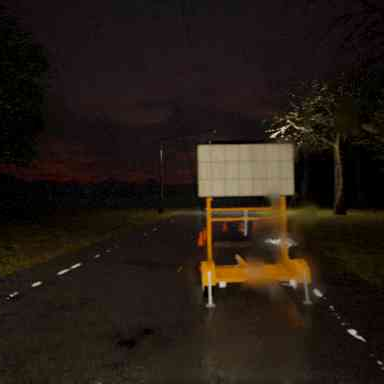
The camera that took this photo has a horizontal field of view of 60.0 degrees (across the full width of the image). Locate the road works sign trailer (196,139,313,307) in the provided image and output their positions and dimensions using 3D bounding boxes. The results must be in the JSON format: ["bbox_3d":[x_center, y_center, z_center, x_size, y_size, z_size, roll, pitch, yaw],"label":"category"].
[{"bbox_3d":[1.308,0.533,8.200,2.380,3.560,2.880,-1,-1,-2],"label":"road works sign trailer"}]
